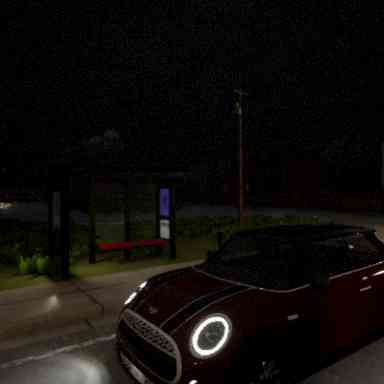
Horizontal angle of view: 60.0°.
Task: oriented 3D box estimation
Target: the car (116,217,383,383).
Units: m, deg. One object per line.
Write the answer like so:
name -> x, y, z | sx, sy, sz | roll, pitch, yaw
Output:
car -> 1.251, 1.327, 4.842 | 4.553, 1.767, 2.097 | -1, 0, -35
